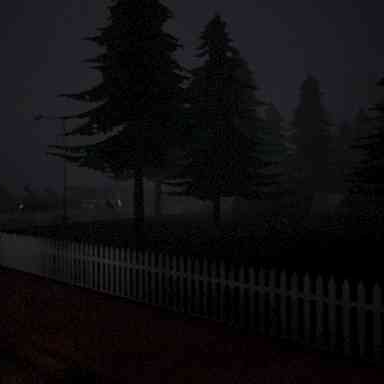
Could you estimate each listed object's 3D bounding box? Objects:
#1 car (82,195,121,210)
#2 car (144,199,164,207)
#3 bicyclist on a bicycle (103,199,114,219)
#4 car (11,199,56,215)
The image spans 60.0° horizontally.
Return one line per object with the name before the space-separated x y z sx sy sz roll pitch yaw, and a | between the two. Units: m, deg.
car | -12.309 1.426 45.536 2.150 2.045 5.566 0 0 34
car | -6.573 1.697 53.925 2.128 1.511 4.902 0 0 35
bicyclist on a bicycle | -6.946 1.424 27.668 1.656 1.620 0.582 -1 0 34
car | -17.803 1.555 37.459 2.097 1.767 4.553 0 0 34
